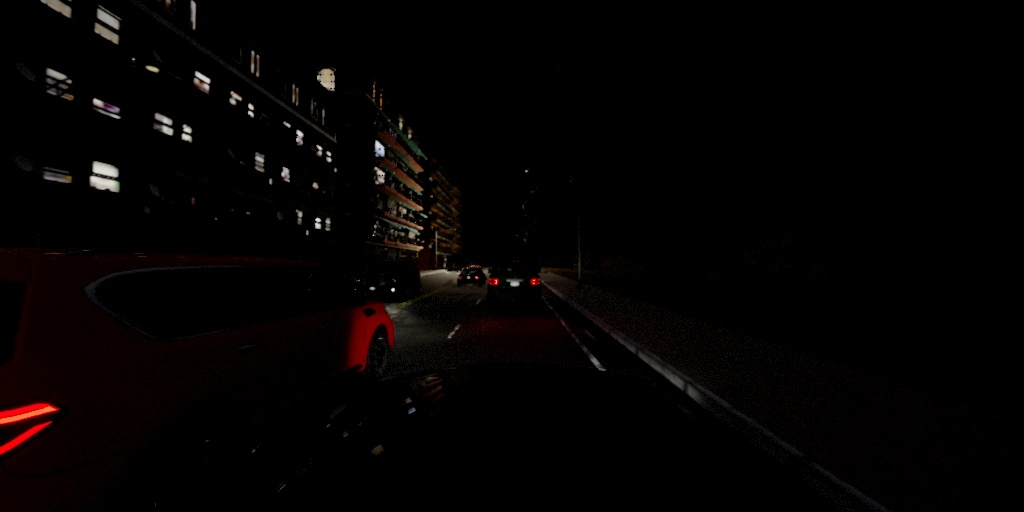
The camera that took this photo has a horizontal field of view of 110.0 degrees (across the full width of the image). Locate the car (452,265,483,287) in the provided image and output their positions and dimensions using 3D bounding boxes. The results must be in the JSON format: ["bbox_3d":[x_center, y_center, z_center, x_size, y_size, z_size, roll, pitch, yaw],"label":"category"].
[{"bbox_3d":[-3.133,1.651,28.411,2.033,1.411,5.357,0,-1,0],"label":"car"}]

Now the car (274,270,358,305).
[{"bbox_3d":[-9.838,1.498,18.507,1.812,1.442,4.674,0,-1,0],"label":"car"}]

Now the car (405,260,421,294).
[{"bbox_3d":[-6.588,1.210,19.686,2.150,2.045,5.566,0,-1,0],"label":"car"}]

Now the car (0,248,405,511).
[{"bbox_3d":[-3.149,0.998,3.958,2.150,2.045,5.566,0,-1,0],"label":"car"}]

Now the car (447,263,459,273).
[{"bbox_3d":[-9.777,2.031,60.821,1.837,1.490,4.892,0,-1,1],"label":"car"}]

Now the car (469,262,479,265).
[{"bbox_3d":[-6.523,1.890,61.584,2.097,1.767,4.553,0,-1,0],"label":"car"}]

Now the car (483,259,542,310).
[{"bbox_3d":[0.103,1.162,15.969,2.150,2.045,5.566,0,-1,0],"label":"car"}]
